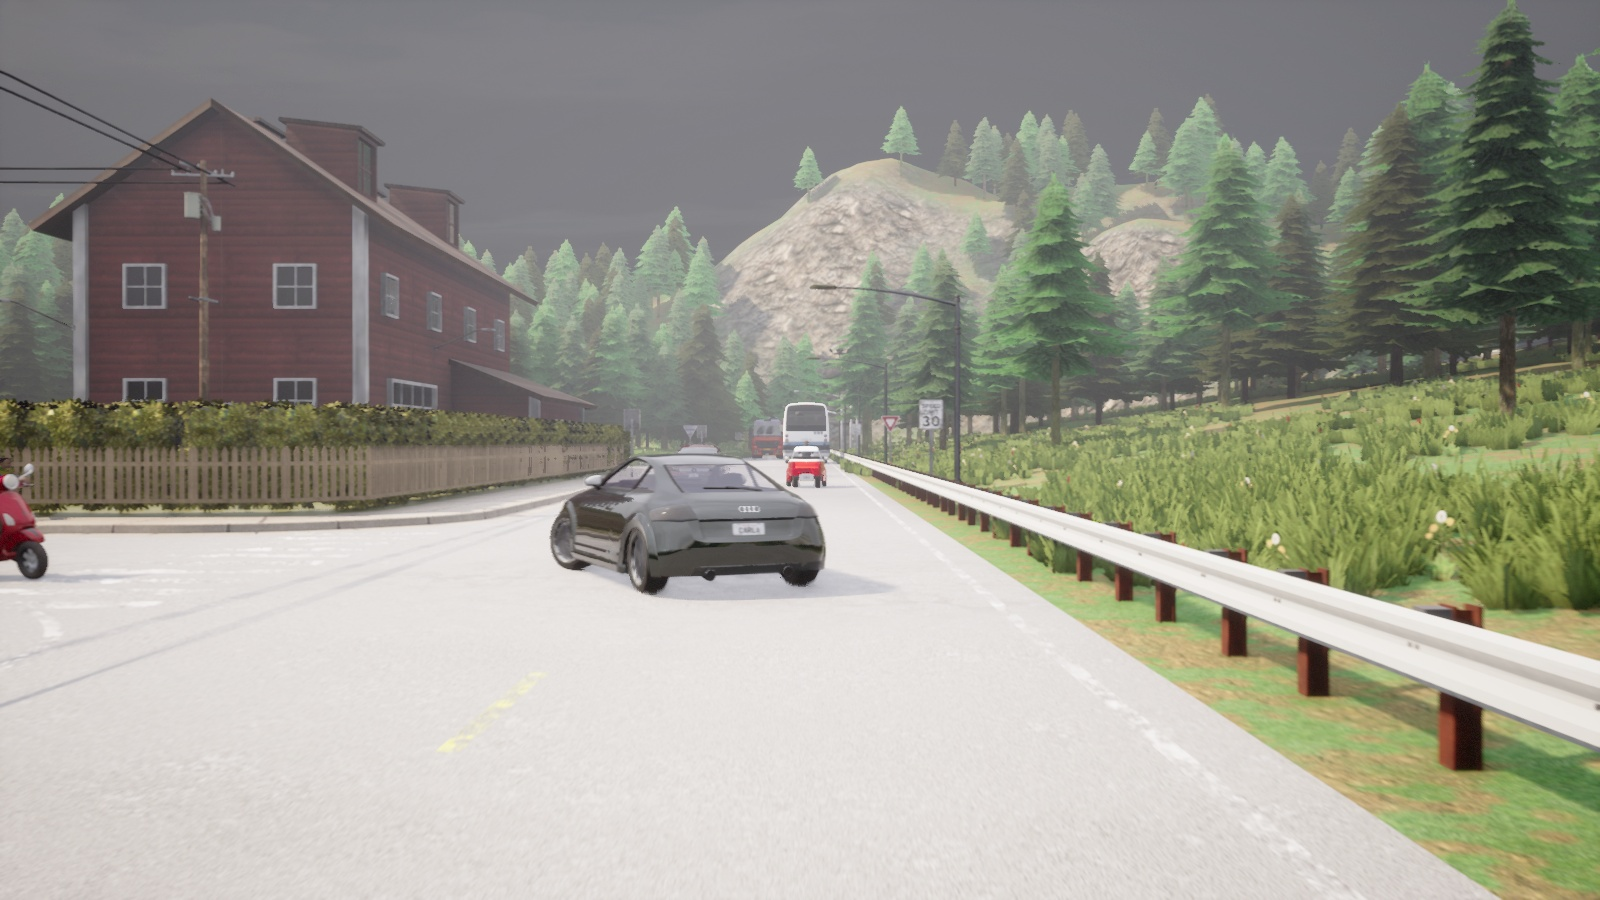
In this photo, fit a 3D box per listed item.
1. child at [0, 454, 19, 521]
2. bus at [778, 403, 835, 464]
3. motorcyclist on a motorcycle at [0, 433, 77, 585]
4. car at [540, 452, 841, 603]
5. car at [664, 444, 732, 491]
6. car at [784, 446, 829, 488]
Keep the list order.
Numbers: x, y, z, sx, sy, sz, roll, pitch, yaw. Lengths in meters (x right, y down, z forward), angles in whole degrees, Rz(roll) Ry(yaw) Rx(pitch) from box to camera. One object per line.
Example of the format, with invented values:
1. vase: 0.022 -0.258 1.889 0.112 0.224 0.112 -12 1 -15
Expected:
1. child: -13.880 0.645 21.780 0.473 1.160 0.299 0 0 1
2. bus: 0.475 -1.159 91.915 3.944 4.253 10.273 0 0 0
3. motorcyclist on a motorcycle: -9.048 0.613 13.780 1.817 1.590 0.866 0 0 13
4. car: -1.402 0.728 14.039 1.994 1.385 4.181 0 0 -26
5. car: -3.280 0.533 41.045 1.812 1.442 4.674 0 0 0
6. car: 0.226 0.558 42.348 1.481 1.376 2.207 0 1 0
